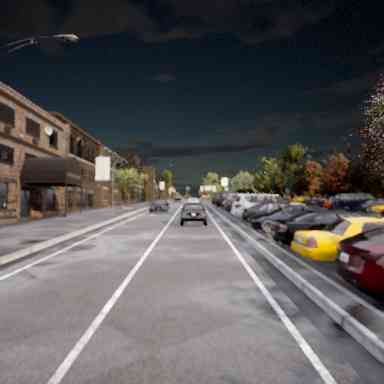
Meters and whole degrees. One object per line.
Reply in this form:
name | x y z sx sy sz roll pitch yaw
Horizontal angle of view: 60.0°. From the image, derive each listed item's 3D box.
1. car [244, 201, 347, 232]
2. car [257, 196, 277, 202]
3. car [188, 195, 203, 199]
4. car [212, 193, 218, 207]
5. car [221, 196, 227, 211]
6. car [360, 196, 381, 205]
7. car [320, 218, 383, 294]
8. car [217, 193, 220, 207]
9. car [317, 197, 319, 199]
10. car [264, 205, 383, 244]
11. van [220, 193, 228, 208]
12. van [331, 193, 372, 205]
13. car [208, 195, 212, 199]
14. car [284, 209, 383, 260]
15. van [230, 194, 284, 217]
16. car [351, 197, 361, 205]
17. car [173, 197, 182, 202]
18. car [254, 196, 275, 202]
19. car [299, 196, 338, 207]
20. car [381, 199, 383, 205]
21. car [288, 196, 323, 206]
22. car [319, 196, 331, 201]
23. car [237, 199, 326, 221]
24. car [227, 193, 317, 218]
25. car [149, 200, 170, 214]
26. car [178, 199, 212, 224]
car | 5.593 1.437 18.479 4.792 1.488 2.163 0 0 0
car | 18.722 1.720 83.349 4.674 1.452 2.002 0 -1 0
car | 0.111 1.448 41.198 1.812 1.442 4.674 0 0 0
car | 5.634 1.139 40.903 5.566 2.045 2.435 0 0 0
car | 5.603 1.395 32.494 4.892 1.521 2.231 0 0 0
car | 18.505 1.394 29.804 5.366 1.575 1.946 0 0 0
car | 5.664 1.472 7.269 4.792 1.488 2.163 0 0 0
car | 5.574 1.263 38.103 4.553 1.767 2.185 0 0 0
car | 18.690 1.439 46.510 4.674 1.452 2.002 0 0 0
car | 5.623 1.421 12.872 5.008 1.535 2.097 0 0 0
van | 5.491 1.166 35.298 4.442 1.987 1.878 0 0 0
van | 18.802 1.164 38.161 4.442 1.987 1.878 0 0 0
car | 5.639 1.156 49.314 5.566 2.045 2.435 0 0 0
car | 5.817 1.429 10.072 5.366 1.575 1.946 0 0 0
van | 5.727 1.170 29.692 4.442 1.987 1.878 0 0 0
car | 18.686 1.434 32.589 4.674 1.452 2.002 0 0 0
car | -3.229 1.693 75.969 1.895 1.301 4.718 0 -1 0
car | 18.733 1.707 86.498 5.008 1.535 2.097 0 -1 0
car | 18.695 1.407 49.297 5.008 1.535 2.097 0 0 0
car | 18.688 1.399 27.018 5.008 1.535 2.097 0 0 0
car | 18.690 1.436 54.865 5.008 1.535 2.097 0 0 0
car | 18.655 1.265 40.942 4.553 1.767 2.185 0 0 0
car | 5.615 1.404 21.277 4.892 1.521 2.231 0 0 0
car | 5.645 1.149 24.084 5.566 2.045 2.435 0 0 0
car | -3.334 1.490 34.848 1.994 1.385 4.181 0 0 0
car | 0.107 1.481 23.756 2.033 1.411 5.357 0 0 0
